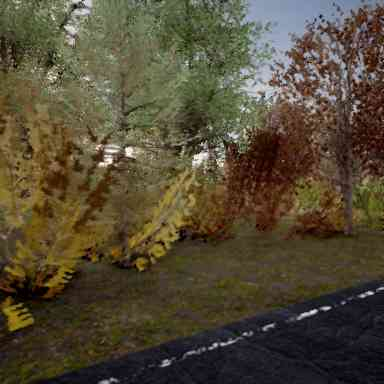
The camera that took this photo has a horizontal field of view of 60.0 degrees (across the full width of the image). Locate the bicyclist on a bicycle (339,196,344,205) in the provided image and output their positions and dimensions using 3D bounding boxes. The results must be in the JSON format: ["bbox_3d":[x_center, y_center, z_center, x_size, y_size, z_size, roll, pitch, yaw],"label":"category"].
[{"bbox_3d":[18.182,1.273,40.388,1.656,1.620,0.582,0,1,-36],"label":"bicyclist on a bicycle"}]
